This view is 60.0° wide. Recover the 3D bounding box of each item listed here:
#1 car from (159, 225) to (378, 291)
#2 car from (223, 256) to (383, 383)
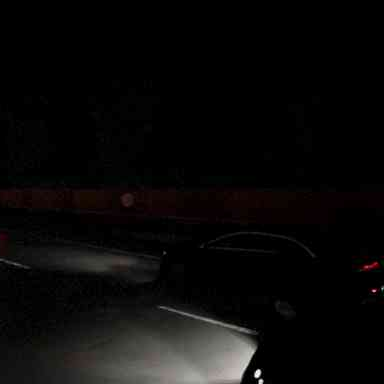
[{"bbox_3d":[1.446,1.495,7.372,4.902,1.511,2.128,0,0,36],"label":"car"},{"bbox_3d":[2.437,1.573,2.369,4.181,1.385,1.994,0,0,34],"label":"car"}]
